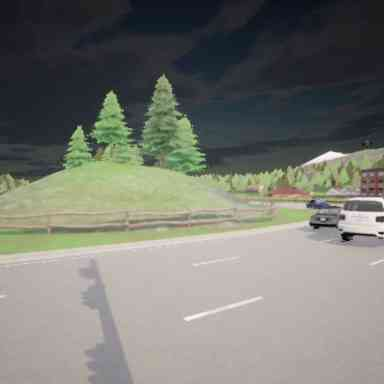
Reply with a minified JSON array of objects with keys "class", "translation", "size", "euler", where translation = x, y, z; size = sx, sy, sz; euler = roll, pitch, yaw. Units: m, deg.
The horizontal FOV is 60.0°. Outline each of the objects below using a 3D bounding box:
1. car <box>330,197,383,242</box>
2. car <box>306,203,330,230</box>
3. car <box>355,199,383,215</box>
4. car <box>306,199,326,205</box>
[{"class":"car","translation":[8.899,1.283,15.842],"size":[2.150,2.045,5.566],"euler":[0,0,45]},{"class":"car","translation":[9.149,1.639,21.182],"size":[2.033,1.411,5.357],"euler":[0,0,39]},{"class":"car","translation":[20.347,1.630,37.966],"size":[1.882,1.535,5.008],"euler":[0,0,12]},{"class":"car","translation":[17.653,1.733,47.064],"size":[1.812,1.442,4.674],"euler":[0,0,-1]}]
